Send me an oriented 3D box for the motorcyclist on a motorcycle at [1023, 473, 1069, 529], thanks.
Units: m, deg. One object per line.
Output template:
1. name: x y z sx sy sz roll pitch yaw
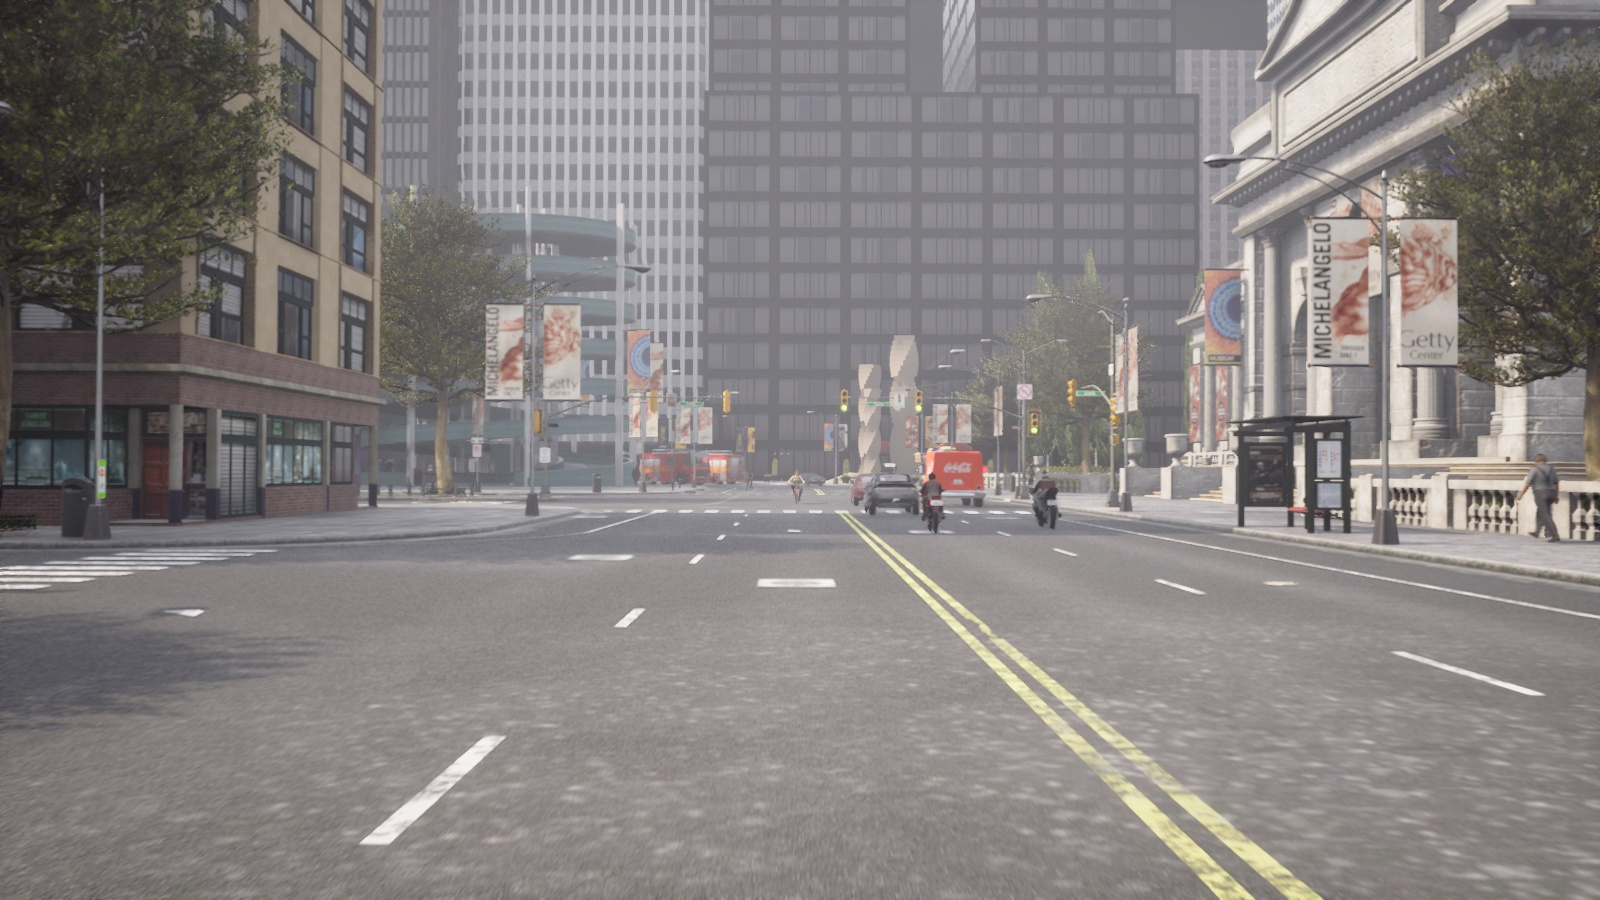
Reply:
1. motorcyclist on a motorcycle: 6.905 1.414 35.366 0.866 1.530 2.191 0 -1 0

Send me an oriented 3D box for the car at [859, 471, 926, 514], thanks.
1. car: 3.374 1.541 46.793 2.128 1.511 4.902 0 -1 0

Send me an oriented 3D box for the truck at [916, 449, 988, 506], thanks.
1. truck: 6.845 1.257 57.133 2.627 2.467 5.204 0 -1 0

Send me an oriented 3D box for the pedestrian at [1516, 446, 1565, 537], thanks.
1. pedestrian: 15.249 0.843 25.862 0.540 1.848 0.694 0 -1 -8

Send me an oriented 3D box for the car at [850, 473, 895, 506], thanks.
1. car: 3.343 1.804 58.373 1.812 1.442 4.674 0 -1 0

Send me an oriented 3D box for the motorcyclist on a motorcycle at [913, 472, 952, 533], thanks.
1. motorcyclist on a motorcycle: 3.413 1.327 32.465 0.797 1.523 2.044 0 -1 0
